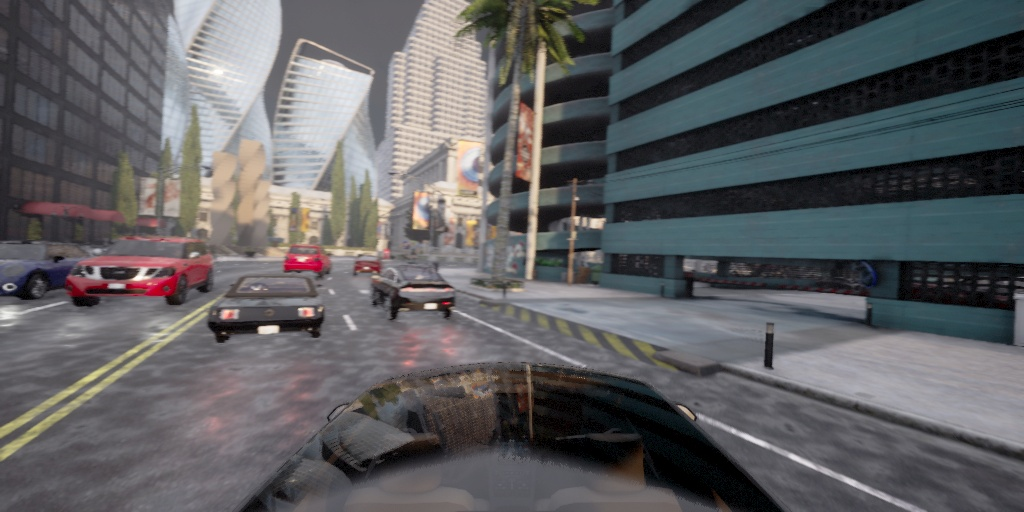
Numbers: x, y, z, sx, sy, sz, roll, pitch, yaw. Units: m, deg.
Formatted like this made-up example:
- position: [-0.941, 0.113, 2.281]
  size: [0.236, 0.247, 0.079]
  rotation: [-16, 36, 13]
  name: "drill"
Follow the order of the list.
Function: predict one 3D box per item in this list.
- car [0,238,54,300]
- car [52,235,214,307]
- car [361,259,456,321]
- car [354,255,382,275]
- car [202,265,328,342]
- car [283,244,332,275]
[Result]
- position: [-15.165, 0.306, 11.085]
  size: [2.097, 1.767, 4.553]
  rotation: [3, 0, -28]
  name: "car"
- position: [-11.635, 0.365, 11.777]
  size: [2.150, 2.045, 5.566]
  rotation: [3, 0, -29]
  name: "car"
- position: [-3.383, 1.075, 11.718]
  size: [2.128, 1.511, 4.902]
  rotation: [3, 0, -30]
  name: "car"
- position: [-11.008, 0.679, 27.900]
  size: [1.882, 1.535, 5.008]
  rotation: [3, 0, -16]
  name: "car"
- position: [-5.690, 1.057, 8.713]
  size: [1.895, 1.301, 4.718]
  rotation: [3, 0, -30]
  name: "car"
- position: [-13.420, 0.288, 23.792]
  size: [2.150, 2.045, 5.566]
  rotation: [3, 0, -21]
  name: "car"
